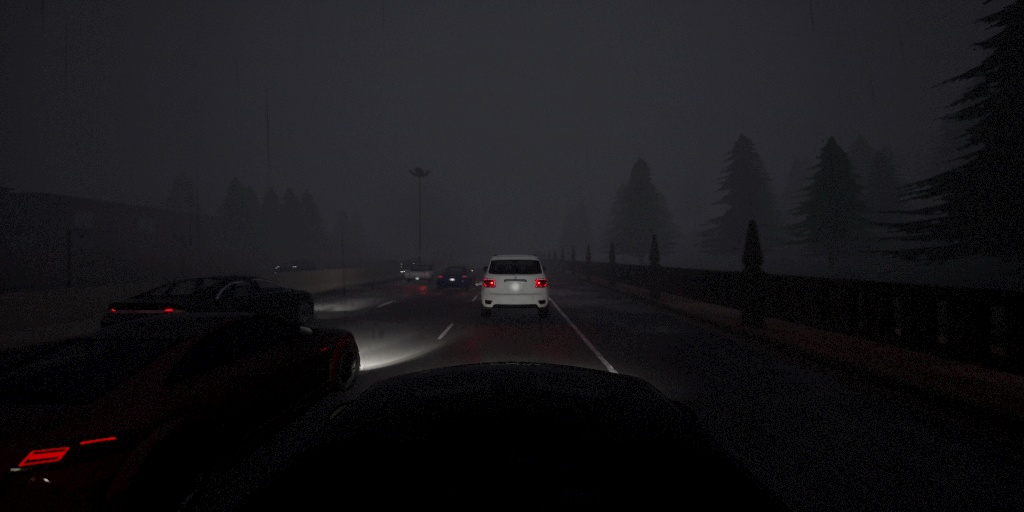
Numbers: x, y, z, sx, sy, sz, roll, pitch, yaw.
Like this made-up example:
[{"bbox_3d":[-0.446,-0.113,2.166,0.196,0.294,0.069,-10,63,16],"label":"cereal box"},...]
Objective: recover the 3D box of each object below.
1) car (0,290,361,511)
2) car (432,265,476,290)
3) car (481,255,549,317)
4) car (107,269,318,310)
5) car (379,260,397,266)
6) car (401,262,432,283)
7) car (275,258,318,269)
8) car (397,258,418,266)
[{"bbox_3d":[-3.399,1.314,4.042,1.994,1.385,4.181,0,0,0],"label":"car"},{"bbox_3d":[-3.403,1.314,22.429,1.994,1.385,4.181,0,0,0],"label":"car"},{"bbox_3d":[0.098,0.972,13.274,2.150,2.045,5.566,0,0,0],"label":"car"},{"bbox_3d":[-6.899,1.241,8.908,2.128,1.511,4.902,0,0,0],"label":"car"},{"bbox_3d":[-18.164,1.297,53.695,2.033,1.411,5.357,0,0,-1],"label":"car"},{"bbox_3d":[-6.916,1.351,28.381,1.895,1.301,4.718,0,0,0],"label":"car"},{"bbox_3d":[-21.197,1.102,35.409,2.097,1.767,4.553,0,0,-1],"label":"car"},{"bbox_3d":[-14.626,1.103,52.036,2.097,1.767,4.553,0,0,-1],"label":"car"}]
